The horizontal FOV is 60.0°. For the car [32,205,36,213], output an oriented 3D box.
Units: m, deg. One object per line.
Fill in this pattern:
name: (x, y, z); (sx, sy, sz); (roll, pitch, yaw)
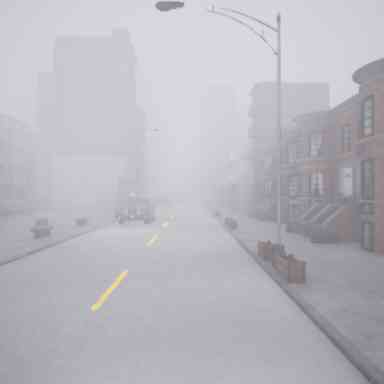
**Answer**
car: (-19.459, 1.607, 36.829); (4.193, 1.474, 1.816); (0, 0, 10)

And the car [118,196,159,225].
car: (-4.106, 1.355, 25.568); (2.150, 2.045, 5.566); (0, 0, 0)

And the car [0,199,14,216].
car: (-19.081, 1.403, 30.777); (3.866, 1.878, 1.905); (0, 0, 10)

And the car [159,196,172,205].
car: (-6.444, 1.801, 69.206); (2.150, 2.045, 5.566); (0, 0, -43)

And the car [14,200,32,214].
car: (-19.315, 1.524, 33.878); (4.611, 1.667, 2.242); (0, 0, 10)
